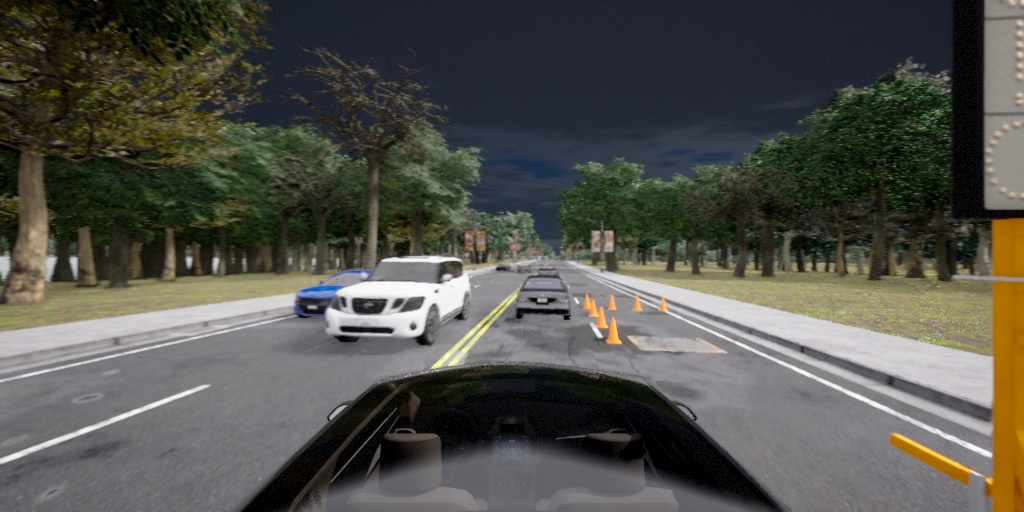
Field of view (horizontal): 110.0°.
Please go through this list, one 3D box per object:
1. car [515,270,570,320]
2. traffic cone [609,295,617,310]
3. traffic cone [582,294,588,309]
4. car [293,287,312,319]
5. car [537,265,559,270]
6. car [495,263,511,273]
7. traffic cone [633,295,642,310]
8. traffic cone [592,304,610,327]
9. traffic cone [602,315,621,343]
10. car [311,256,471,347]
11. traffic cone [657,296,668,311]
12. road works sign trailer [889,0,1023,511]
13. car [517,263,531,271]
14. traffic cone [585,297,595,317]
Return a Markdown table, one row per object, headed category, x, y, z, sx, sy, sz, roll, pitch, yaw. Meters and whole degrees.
| category | x | y | z | sx | sy | sz | roll | pitch | yaw |
| --- | --- | --- | --- | --- | --- | --- | --- | --- | --- |
| car | 1.178 | 1.415 | 13.345 | 2.033 | 1.411 | 5.357 | 1 | 0 | 6 |
| traffic cone | 4.075 | 1.869 | 14.616 | 0.340 | 0.580 | 0.340 | 0 | 0 | 6 |
| traffic cone | 3.081 | 1.857 | 14.718 | 0.340 | 0.580 | 0.340 | 0 | 0 | 6 |
| car | -5.594 | 1.259 | 12.994 | 1.882 | 1.535 | 5.008 | 1 | 0 | 6 |
| car | 3.281 | 1.541 | 33.219 | 2.128 | 1.511 | 4.902 | 1 | 0 | 6 |
| car | -1.258 | 1.731 | 53.101 | 1.895 | 1.301 | 4.718 | 1 | 0 | 7 |
| traffic cone | 5.070 | 1.880 | 14.513 | 0.340 | 0.580 | 0.340 | 0 | 0 | 6 |
| traffic cone | 2.673 | 1.819 | 10.738 | 0.340 | 0.580 | 0.340 | 0 | 0 | 6 |
| traffic cone | 2.468 | 1.799 | 8.749 | 0.340 | 0.580 | 0.340 | 0 | 0 | 6 |
| car | -2.643 | 1.013 | 9.919 | 2.150 | 2.045 | 5.566 | 1 | 0 | 6 |
| traffic cone | 6.065 | 1.891 | 14.411 | 0.340 | 0.580 | 0.340 | 0 | 0 | 6 |
| road works sign trailer | 3.128 | 0.252 | 1.645 | 2.380 | 3.560 | 2.880 | 0 | 0 | 6 |
| car | 1.757 | 1.679 | 50.834 | 1.812 | 1.442 | 4.674 | 1 | 0 | 7 |
| traffic cone | 2.877 | 1.838 | 12.728 | 0.340 | 0.580 | 0.340 | 0 | 0 | 6 |
